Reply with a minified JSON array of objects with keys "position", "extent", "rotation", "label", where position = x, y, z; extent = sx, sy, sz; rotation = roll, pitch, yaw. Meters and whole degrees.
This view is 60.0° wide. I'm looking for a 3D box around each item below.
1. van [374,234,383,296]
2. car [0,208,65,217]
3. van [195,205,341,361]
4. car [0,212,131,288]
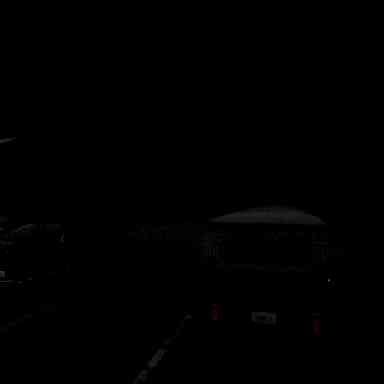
[{"position":[3.842,1.263,4.336],"extent":[1.878,1.987,4.442],"rotation":[0,-1,16],"label":"van"},{"position":[-5.811,1.365,11.126],"extent":[2.185,1.767,4.553],"rotation":[1,-1,16],"label":"car"},{"position":[1.434,1.264,6.056],"extent":[1.878,1.987,4.442],"rotation":[0,-1,16],"label":"van"},{"position":[-3.407,1.491,9.372],"extent":[2.231,1.521,4.892],"rotation":[0,-1,15],"label":"car"}]
